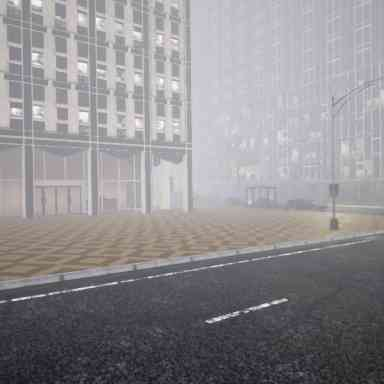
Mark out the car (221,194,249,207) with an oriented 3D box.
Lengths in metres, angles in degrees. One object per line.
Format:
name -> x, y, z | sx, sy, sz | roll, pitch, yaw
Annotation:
car -> 6.421, 1.319, 45.984 | 1.947, 1.339, 4.313 | 0, 1, -34

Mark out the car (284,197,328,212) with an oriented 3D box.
car -> 12.761, 1.423, 36.547 | 1.947, 1.339, 4.313 | 0, 1, -34

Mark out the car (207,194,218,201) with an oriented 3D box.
car -> 3.786, 1.042, 64.820 | 1.802, 1.307, 4.206 | 0, 1, -34

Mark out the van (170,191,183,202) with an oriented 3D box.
van -> -3.138, 0.936, 60.098 | 1.690, 1.788, 3.998 | 0, 1, -34

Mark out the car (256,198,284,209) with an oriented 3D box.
car -> 9.574, 1.387, 41.255 | 1.802, 1.307, 4.206 | 0, 1, -34

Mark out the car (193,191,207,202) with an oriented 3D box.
car -> -0.321, 0.786, 60.653 | 2.150, 2.045, 5.566 | -1, 1, -34

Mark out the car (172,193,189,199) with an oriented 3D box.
car -> -2.617, 0.935, 74.213 | 1.802, 1.307, 4.206 | 0, 1, -34

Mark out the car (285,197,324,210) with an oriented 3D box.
car -> 13.534, 1.354, 40.229 | 1.994, 1.385, 4.181 | -1, 1, -34

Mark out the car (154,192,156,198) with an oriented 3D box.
car -> -9.020, 0.685, 83.603 | 1.967, 1.590, 4.097 | 0, 1, -34

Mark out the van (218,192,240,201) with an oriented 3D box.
van -> 6.987, 0.854, 60.120 | 1.690, 1.788, 3.998 | 0, 1, -34

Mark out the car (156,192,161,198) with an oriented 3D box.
car -> -5.818, 0.614, 78.905 | 2.192, 1.841, 5.009 | 0, 1, -34
